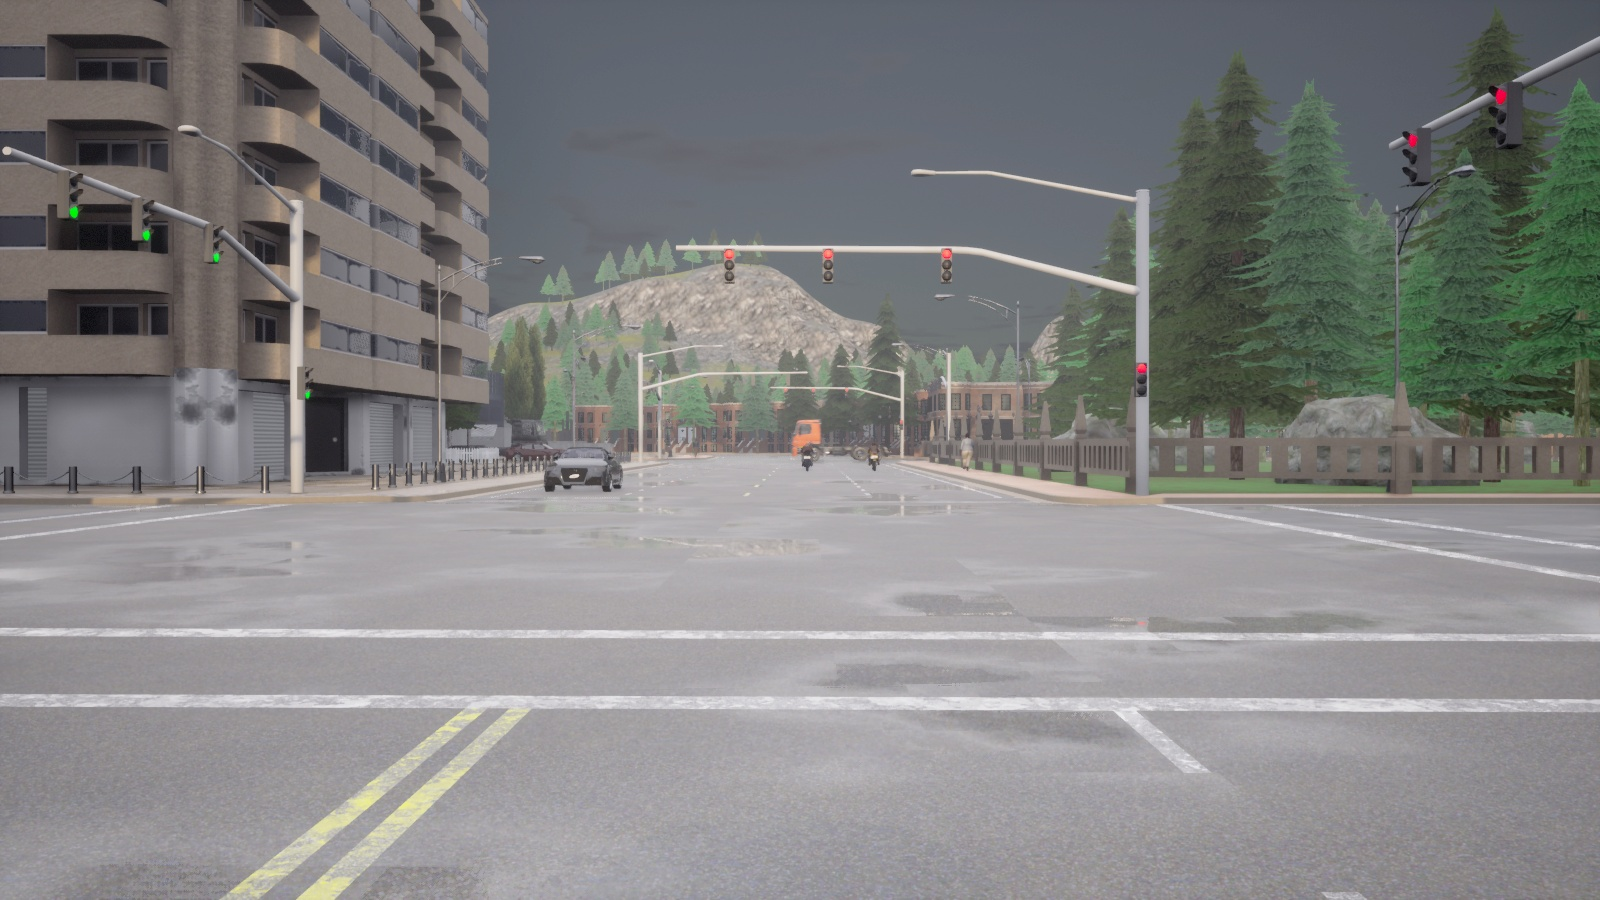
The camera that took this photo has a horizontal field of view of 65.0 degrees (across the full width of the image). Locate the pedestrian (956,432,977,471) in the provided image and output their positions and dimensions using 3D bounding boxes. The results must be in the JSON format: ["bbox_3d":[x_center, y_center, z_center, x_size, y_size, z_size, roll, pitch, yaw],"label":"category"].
[{"bbox_3d":[7.880,0.075,59.532,0.874,1.855,0.900,0,0,0],"label":"pedestrian"}]

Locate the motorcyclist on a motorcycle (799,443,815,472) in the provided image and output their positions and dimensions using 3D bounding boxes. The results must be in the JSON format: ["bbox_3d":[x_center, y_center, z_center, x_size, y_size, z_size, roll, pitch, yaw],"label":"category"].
[{"bbox_3d":[0.387,0.401,67.421,0.866,1.530,2.191,0,0,0],"label":"motorcyclist on a motorcycle"}]

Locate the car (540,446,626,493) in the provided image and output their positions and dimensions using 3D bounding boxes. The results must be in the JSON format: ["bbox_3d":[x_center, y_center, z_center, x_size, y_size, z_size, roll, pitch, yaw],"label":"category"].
[{"bbox_3d":[-6.774,0.582,39.592,1.994,1.385,4.181,0,0,0],"label":"car"}]

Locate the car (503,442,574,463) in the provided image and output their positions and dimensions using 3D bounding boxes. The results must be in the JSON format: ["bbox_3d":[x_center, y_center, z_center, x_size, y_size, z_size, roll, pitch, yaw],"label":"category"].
[{"bbox_3d":[-19.808,0.170,95.341,5.008,1.535,1.882,0,0,0],"label":"car"}]
